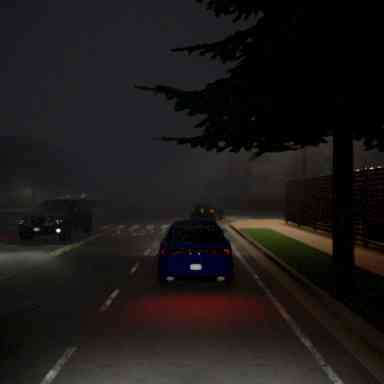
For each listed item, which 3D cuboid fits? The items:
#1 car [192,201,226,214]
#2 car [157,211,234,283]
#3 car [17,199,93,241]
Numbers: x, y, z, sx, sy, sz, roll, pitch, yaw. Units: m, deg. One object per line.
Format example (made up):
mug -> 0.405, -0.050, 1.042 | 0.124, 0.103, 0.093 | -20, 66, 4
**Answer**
car -> 1.509, 1.602, 28.967 | 2.097, 1.767, 4.553 | 0, 0, 18
car -> 0.087, 1.565, 9.986 | 1.882, 1.535, 5.008 | 0, -1, 0
car -> -7.030, 1.381, 17.843 | 2.150, 2.045, 5.566 | 0, -1, 0
